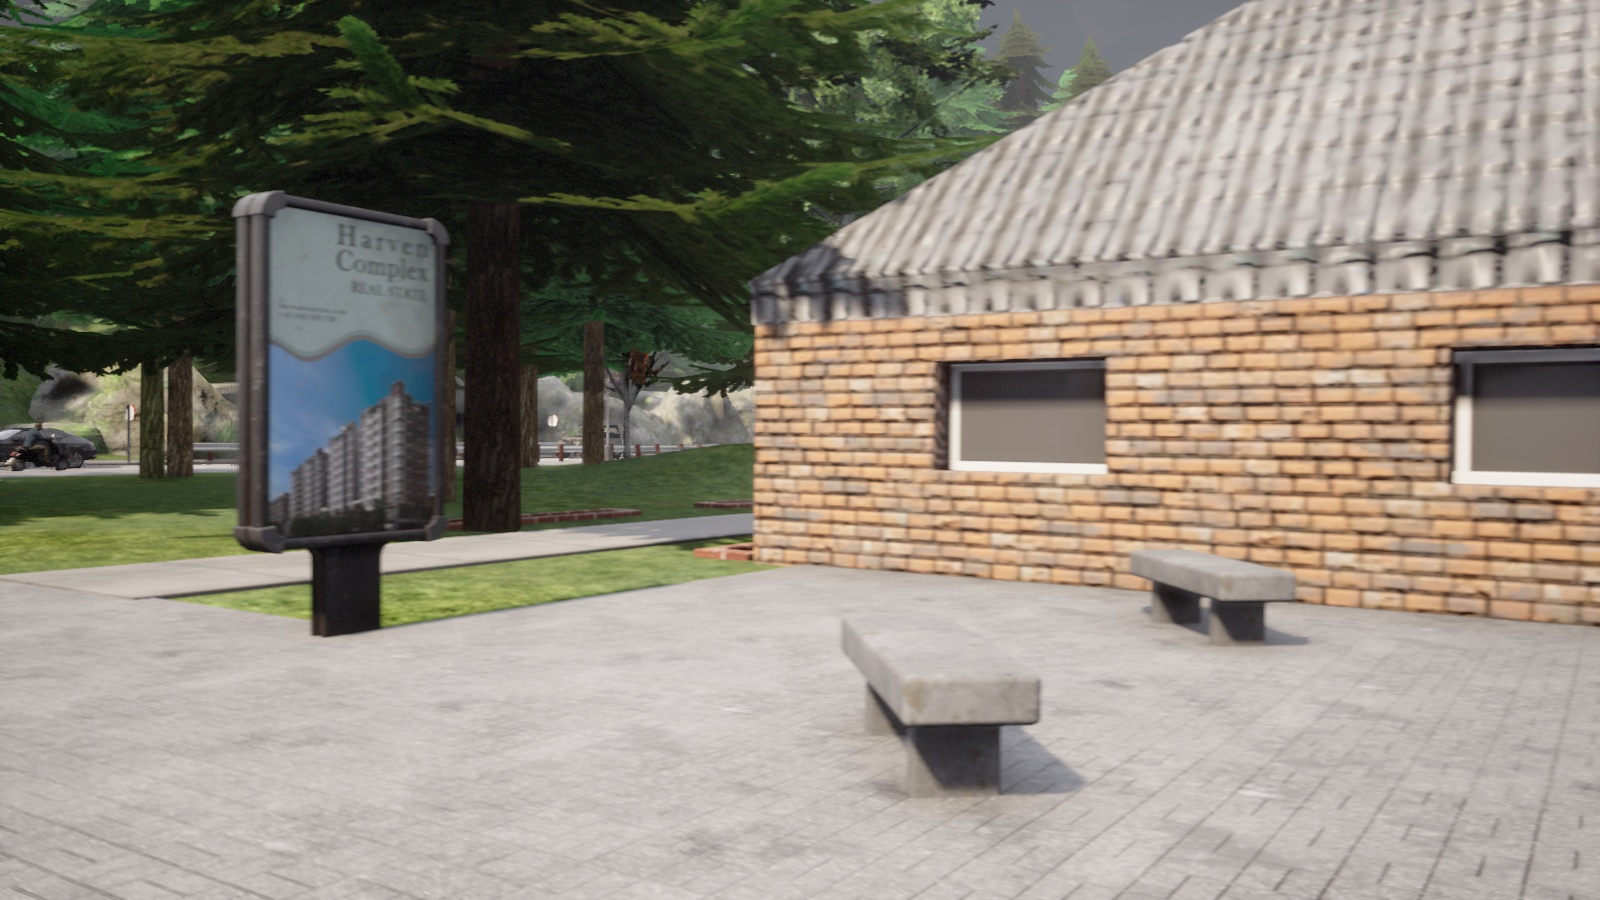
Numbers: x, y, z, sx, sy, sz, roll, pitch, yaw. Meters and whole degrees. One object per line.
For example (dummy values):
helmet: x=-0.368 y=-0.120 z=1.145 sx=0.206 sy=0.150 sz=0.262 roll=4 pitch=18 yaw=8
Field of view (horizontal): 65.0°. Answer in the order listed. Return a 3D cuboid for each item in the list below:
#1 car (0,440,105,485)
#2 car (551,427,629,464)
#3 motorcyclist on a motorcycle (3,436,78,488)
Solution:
car: x=-26.662 y=0.412 z=43.003 sx=1.812 sy=1.442 sz=4.674 roll=0 pitch=1 yaw=33
car: x=-11.124 y=-0.284 z=66.689 sx=1.905 sy=1.878 sz=3.866 roll=0 pitch=1 yaw=33
motorcyclist on a motorcycle: x=-24.015 y=0.360 z=39.741 sx=0.866 sy=1.590 sz=1.817 roll=0 pitch=1 yaw=33
